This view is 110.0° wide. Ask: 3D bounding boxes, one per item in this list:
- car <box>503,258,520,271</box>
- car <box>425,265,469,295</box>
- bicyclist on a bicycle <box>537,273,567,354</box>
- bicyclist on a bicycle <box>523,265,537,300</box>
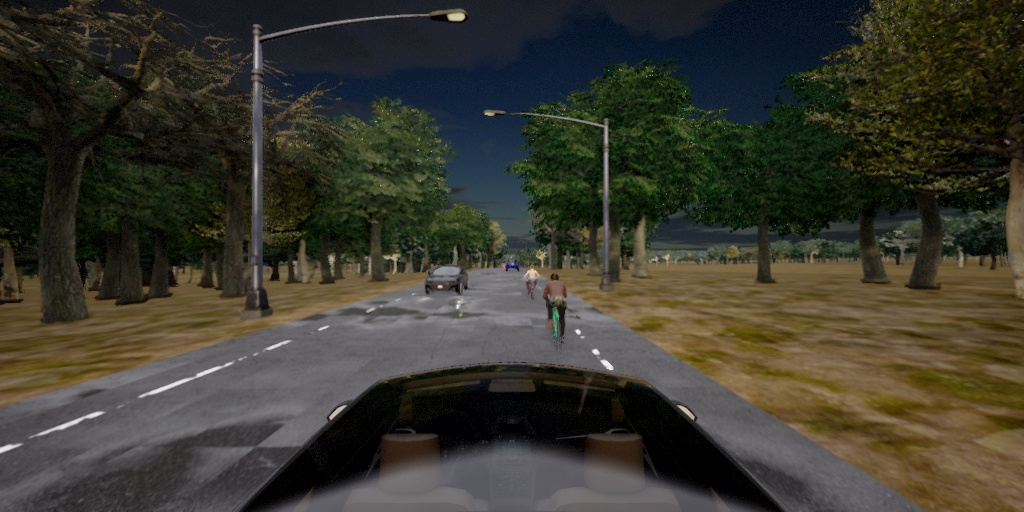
[{"bbox_3d":[0.096,1.414,59.565,2.150,2.045,5.566,0,-1,0],"label":"car"},{"bbox_3d":[-3.601,1.273,20.471,1.882,1.535,5.008,0,0,0],"label":"car"},{"bbox_3d":[0.961,1.209,7.885,0.582,1.620,1.656,0,0,0],"label":"bicyclist on a bicycle"},{"bbox_3d":[0.945,1.215,17.021,0.866,1.612,1.509,0,0,0],"label":"bicyclist on a bicycle"}]
